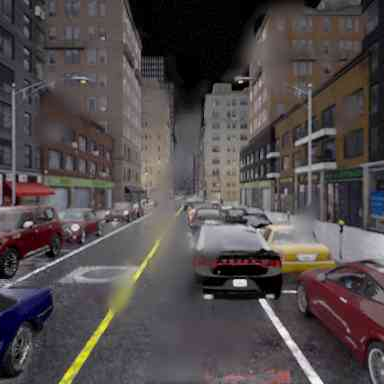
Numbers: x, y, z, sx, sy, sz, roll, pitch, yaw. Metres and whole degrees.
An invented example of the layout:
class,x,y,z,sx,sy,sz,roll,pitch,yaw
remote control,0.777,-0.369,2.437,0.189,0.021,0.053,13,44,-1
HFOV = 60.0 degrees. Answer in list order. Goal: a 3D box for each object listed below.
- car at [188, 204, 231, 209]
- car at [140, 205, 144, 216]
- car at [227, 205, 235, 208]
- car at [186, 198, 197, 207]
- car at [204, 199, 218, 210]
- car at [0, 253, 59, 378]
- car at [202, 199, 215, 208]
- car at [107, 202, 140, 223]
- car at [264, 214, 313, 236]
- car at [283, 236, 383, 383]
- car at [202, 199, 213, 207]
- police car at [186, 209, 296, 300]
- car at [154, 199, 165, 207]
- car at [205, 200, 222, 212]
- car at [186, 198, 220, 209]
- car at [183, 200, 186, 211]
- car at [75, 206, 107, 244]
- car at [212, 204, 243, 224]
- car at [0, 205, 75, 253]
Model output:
class,x,y,z,sx,sy,sz,roll,pitch,yaw
car,0.852,1.619,18.582,1.837,1.490,4.892,0,0,0
car,-5.759,1.778,32.681,1.802,1.307,4.206,-1,0,0
car,2.805,1.696,21.531,1.947,1.339,4.313,-1,0,0
car,-0.152,1.821,59.757,1.882,1.535,5.008,0,0,0
car,2.740,1.815,49.630,1.752,1.417,4.829,-1,0,0
car,-3.007,1.619,2.792,1.895,1.301,4.718,0,0,0
car,2.728,1.884,55.046,1.947,1.339,4.313,-1,0,0
car,-5.746,1.604,27.096,1.967,1.590,4.097,-1,0,0
car,2.830,1.590,10.530,1.752,1.417,4.829,-1,0,0
car,2.844,1.612,4.774,1.802,1.307,4.206,-1,0,0
car,2.715,1.930,60.632,1.802,1.307,4.206,-1,0,0
police car,0.877,1.479,8.693,1.930,1.638,5.238,0,0,0
car,-5.830,1.893,60.609,1.887,1.381,4.507,-1,0,0
car,2.754,1.809,43.874,2.008,1.369,4.403,-1,0,0
car,0.772,1.500,24.546,2.097,1.767,4.553,0,0,-1
car,-0.107,1.775,46.018,1.837,1.490,4.892,0,0,0
car,-5.718,1.538,15.925,1.967,1.590,4.097,-1,0,0
car,2.792,1.714,27.117,2.008,1.369,4.403,-1,0,0
car,-5.705,1.379,10.340,2.192,1.841,5.009,-1,0,0
